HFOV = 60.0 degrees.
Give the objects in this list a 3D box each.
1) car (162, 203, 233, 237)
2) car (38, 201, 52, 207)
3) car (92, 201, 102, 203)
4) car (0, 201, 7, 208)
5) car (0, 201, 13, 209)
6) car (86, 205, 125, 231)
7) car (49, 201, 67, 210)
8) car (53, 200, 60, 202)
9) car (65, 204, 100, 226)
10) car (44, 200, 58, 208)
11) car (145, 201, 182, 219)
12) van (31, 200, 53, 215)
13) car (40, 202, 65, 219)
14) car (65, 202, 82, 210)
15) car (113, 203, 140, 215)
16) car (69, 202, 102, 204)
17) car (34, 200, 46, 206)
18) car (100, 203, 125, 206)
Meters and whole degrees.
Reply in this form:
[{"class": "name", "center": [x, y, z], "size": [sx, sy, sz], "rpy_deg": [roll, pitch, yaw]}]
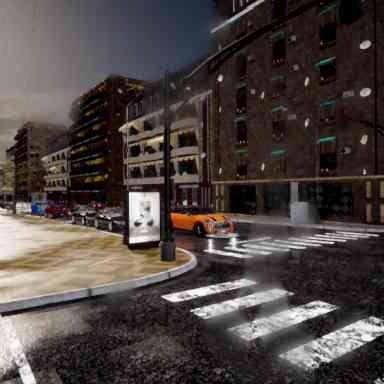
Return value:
[{"class": "car", "center": [0.342, 1.580, 19.891], "size": [2.097, 1.767, 4.553], "rpy_deg": [-1, -1, -37]}, {"class": "car", "center": [-34.404, 2.737, 77.839], "size": [1.947, 1.339, 4.313], "rpy_deg": [-2, 0, -36]}, {"class": "car", "center": [-14.846, 2.119, 50.748], "size": [1.967, 1.590, 4.097], "rpy_deg": [-2, 0, -36]}, {"class": "car", "center": [-44.459, 2.863, 77.450], "size": [1.887, 1.381, 4.507], "rpy_deg": [-2, 0, -36]}, {"class": "car", "center": [-37.940, 2.704, 68.419], "size": [2.008, 1.369, 4.403], "rpy_deg": [-2, 0, -36]}, {"class": "car", "center": [-5.449, 1.888, 23.186], "size": [2.008, 1.369, 4.403], "rpy_deg": [-2, 0, -36]}, {"class": "car", "center": [-23.502, 2.390, 58.328], "size": [1.812, 1.442, 4.674], "rpy_deg": [-1, -1, -36]}, {"class": "car", "center": [-20.625, 2.338, 49.047], "size": [1.994, 1.385, 4.181], "rpy_deg": [-1, -1, -36]}, {"class": "car", "center": [-8.709, 1.969, 27.702], "size": [2.008, 1.369, 4.403], "rpy_deg": [-2, 0, -36]}, {"class": "car", "center": [-31.148, 2.529, 73.323], "size": [1.967, 1.590, 4.097], "rpy_deg": [-2, 0, -36]}, {"class": "car", "center": [-3.016, 1.825, 34.571], "size": [1.967, 1.590, 4.097], "rpy_deg": [-2, 0, -36]}, {"class": "van", "center": [-19.687, 2.035, 43.077], "size": [1.690, 1.788, 3.998], "rpy_deg": [-2, 0, -36]}, {"class": "car", "center": [-14.776, 2.115, 36.185], "size": [1.887, 1.381, 4.507], "rpy_deg": [-2, 0, -36]}, {"class": "car", "center": [-21.365, 2.425, 59.776], "size": [1.802, 1.307, 4.206], "rpy_deg": [-2, 0, -36]}, {"class": "car", "center": [-8.264, 2.097, 41.761], "size": [1.802, 1.307, 4.206], "rpy_deg": [-2, 0, -36]}, {"class": "car", "center": [-11.731, 2.129, 36.573], "size": [1.895, 1.301, 4.718], "rpy_deg": [-1, -1, -36]}, {"class": "car", "center": [-37.664, 2.798, 82.355], "size": [1.887, 1.381, 4.507], "rpy_deg": [-2, 0, -36]}, {"class": "car", "center": [-5.714, 1.925, 28.228], "size": [2.033, 1.411, 5.357], "rpy_deg": [-1, -1, -35]}]
